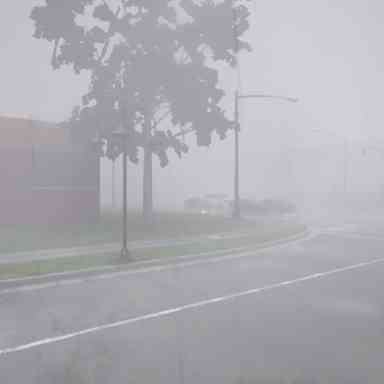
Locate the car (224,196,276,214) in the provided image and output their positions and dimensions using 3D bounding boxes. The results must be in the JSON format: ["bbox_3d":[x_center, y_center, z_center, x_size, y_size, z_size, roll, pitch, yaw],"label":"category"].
[{"bbox_3d":[6.016,1.478,35.097,1.882,1.535,5.008,0,0,-34],"label":"car"}]

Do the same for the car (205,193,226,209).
[{"bbox_3d":[3.615,1.221,45.003,2.150,2.045,5.566,0,0,-34],"label":"car"}]

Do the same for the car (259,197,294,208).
[{"bbox_3d":[12.732,1.491,50.525,2.128,1.511,4.902,0,0,-34],"label":"car"}]

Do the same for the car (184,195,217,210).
[{"bbox_3d":[0.747,1.505,42.987,1.837,1.490,4.892,0,0,-33],"label":"car"}]

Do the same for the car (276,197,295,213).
[{"bbox_3d":[9.086,1.505,36.801,1.837,1.490,4.892,0,0,-34],"label":"car"}]
